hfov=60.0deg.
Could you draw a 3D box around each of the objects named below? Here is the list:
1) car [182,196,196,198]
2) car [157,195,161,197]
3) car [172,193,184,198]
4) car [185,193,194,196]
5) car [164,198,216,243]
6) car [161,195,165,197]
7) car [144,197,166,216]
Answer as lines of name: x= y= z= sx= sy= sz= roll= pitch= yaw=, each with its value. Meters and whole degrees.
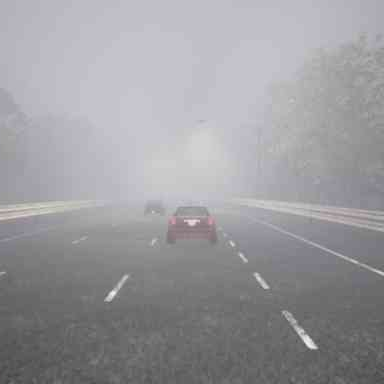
car: x=-0.002 y=1.583 z=40.555 sx=1.994 sy=1.385 sz=4.181 roll=0 pitch=0 yaw=0
car: x=-7.004 y=1.563 z=57.788 sx=1.812 sy=1.442 sz=4.674 roll=0 pitch=0 yaw=0
car: x=-3.502 y=1.588 z=75.768 sx=2.128 sy=1.511 sz=4.902 roll=0 pitch=0 yaw=0
car: x=-0.003 y=1.541 z=75.721 sx=1.882 sy=1.535 sz=5.008 roll=0 pitch=0 yaw=0
car: x=-0.002 y=1.356 z=16.192 sx=2.097 sy=1.767 sz=4.553 roll=0 pitch=0 yaw=0
car: x=-7.003 y=1.418 z=75.757 sx=2.097 sy=1.767 sz=4.553 roll=0 pitch=0 yaw=0
car: x=-3.503 y=1.519 z=32.524 sx=1.837 sy=1.490 sz=4.892 roll=0 pitch=0 yaw=0
